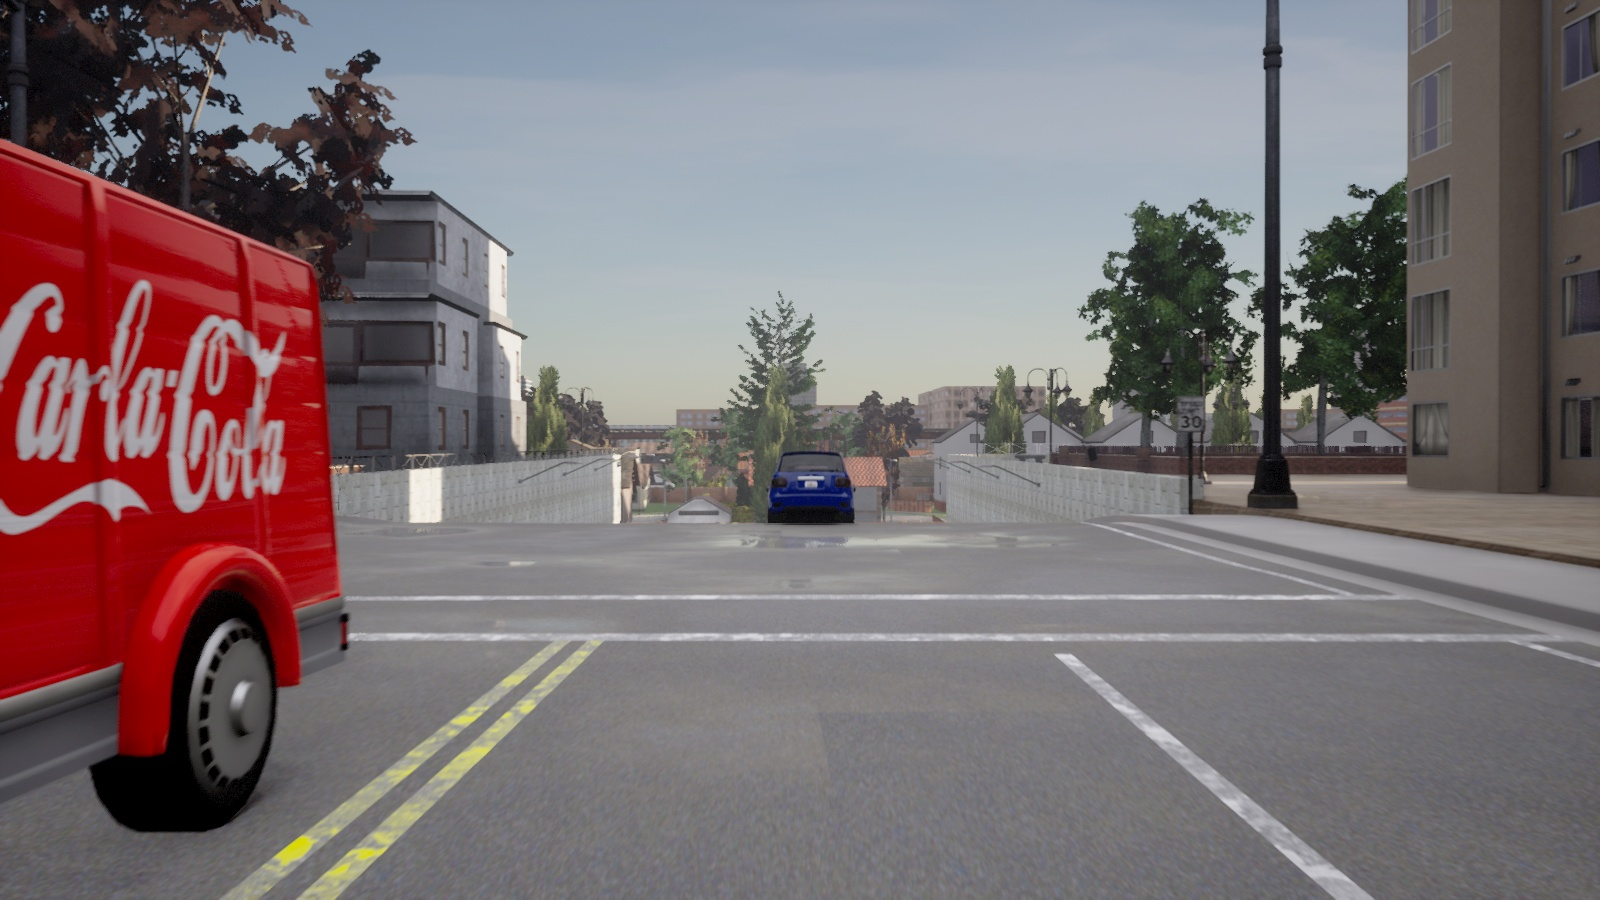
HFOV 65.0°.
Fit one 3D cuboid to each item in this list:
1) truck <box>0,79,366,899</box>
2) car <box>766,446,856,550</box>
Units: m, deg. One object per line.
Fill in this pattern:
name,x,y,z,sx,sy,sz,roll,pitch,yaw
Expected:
truck,-3.457,0.239,3.544,2.627,2.467,5.204,0,0,0
car,0.284,1.361,32.955,2.150,2.045,5.566,0,-9,1
